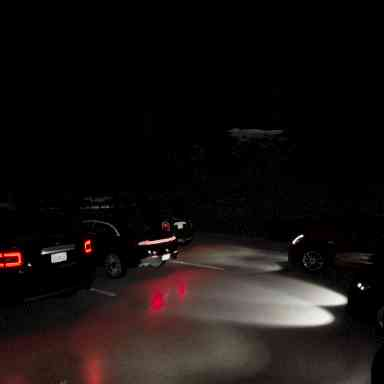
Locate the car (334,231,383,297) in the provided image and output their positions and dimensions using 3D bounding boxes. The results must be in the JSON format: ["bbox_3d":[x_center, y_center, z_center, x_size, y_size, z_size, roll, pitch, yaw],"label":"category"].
[{"bbox_3d":[4.627,1.564,4.981,4.181,1.385,1.994,0,0,36],"label":"car"}]

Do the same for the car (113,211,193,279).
[{"bbox_3d":[-2.645,1.491,10.139,4.902,1.511,2.128,0,0,36],"label":"car"}]

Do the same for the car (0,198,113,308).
[{"bbox_3d":[-4.530,1.221,7.213,5.566,2.045,2.150,0,0,33],"label":"car"}]

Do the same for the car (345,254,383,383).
[{"bbox_3d":[3.575,1.474,1.437,5.008,1.535,1.882,0,0,35],"label":"car"}]

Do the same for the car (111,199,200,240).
[{"bbox_3d":[-2.185,1.351,14.108,4.553,1.767,2.097,0,0,35],"label":"car"}]

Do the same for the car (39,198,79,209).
[{"bbox_3d":[-18.131,1.491,45.540,1.895,1.301,4.718,0,0,43],"label":"car"}]

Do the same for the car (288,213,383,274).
[{"bbox_3d":[5.001,1.352,9.025,4.553,1.767,2.097,0,0,36],"label":"car"}]

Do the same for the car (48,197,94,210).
[{"bbox_3d":[-15.635,1.453,43.170,2.033,1.411,5.357,0,0,40],"label":"car"}]

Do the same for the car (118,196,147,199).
[{"bbox_3d":[-8.681,1.405,49.870,4.902,1.511,2.128,0,0,-41],"label":"car"}]
